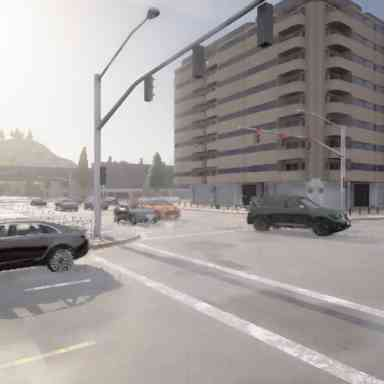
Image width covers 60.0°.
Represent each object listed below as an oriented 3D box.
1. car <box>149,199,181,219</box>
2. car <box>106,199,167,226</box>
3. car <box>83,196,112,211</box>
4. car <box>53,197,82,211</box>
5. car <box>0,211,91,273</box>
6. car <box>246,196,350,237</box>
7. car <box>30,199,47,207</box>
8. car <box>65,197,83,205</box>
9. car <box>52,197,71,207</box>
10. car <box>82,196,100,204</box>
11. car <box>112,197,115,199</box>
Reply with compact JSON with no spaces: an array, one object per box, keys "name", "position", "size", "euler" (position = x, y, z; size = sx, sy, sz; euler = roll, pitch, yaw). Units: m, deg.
[{"name":"car","position":[-2.853,1.407,28.588],"size":[2.097,1.767,4.553],"euler":[0,0,-35]},{"name":"car","position":[-4.198,1.547,24.431],"size":[2.128,1.511,4.902],"euler":[0,0,-35]},{"name":"car","position":[-11.989,1.581,41.509],"size":[1.812,1.442,4.674],"euler":[0,0,-35]},{"name":"car","position":[-14.924,1.562,39.583],"size":[1.837,1.490,4.892],"euler":[0,0,-35]},{"name":"car","position":[-5.271,1.491,9.040],"size":[4.902,1.511,2.128],"euler":[0,0,-39]},{"name":"car","position":[5.715,1.251,18.556],"size":[5.566,2.045,2.150],"euler":[0,0,38]},{"name":"car","position":[-24.691,1.723,53.533],"size":[1.895,1.301,4.718],"euler":[0,0,-35]},{"name":"car","position":[-22.087,1.619,62.139],"size":[1.994,1.385,4.181],"euler":[0,0,-35]},{"name":"car","position":[-21.853,1.616,55.581],"size":[1.812,1.442,4.674],"euler":[0,0,-35]},{"name":"car","position":[-19.679,1.533,64.794],"size":[1.882,1.535,5.008],"euler":[0,0,-35]},{"name":"car","position":[-14.280,1.581,57.170],"size":[1.812,1.442,4.674],"euler":[0,0,-35]}]
